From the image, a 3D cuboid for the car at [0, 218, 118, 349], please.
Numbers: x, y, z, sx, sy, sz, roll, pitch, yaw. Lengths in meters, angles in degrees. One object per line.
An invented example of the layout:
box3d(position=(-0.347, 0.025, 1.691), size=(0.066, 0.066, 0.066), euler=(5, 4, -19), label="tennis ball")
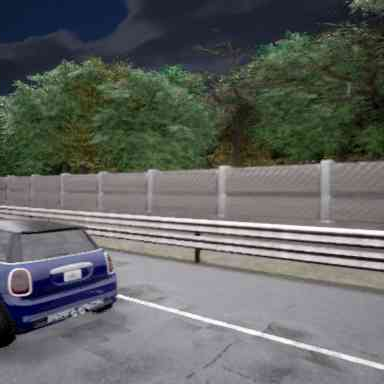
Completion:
box3d(position=(-3.576, 1.309, 6.438), size=(4.553, 1.767, 2.097), euler=(0, 0, 36), label="car")
